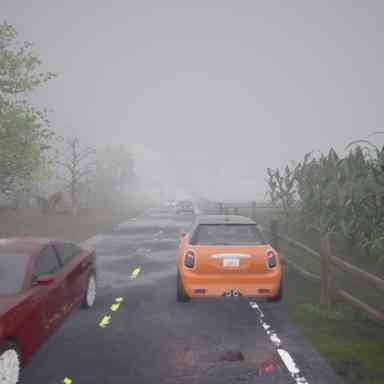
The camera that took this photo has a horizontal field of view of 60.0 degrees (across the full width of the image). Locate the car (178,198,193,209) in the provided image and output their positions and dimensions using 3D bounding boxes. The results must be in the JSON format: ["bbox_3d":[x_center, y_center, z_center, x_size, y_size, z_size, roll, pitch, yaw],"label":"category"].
[{"bbox_3d":[-0.890,1.546,44.911,1.994,1.385,4.181,0,0,-1],"label":"car"}]

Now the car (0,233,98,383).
[{"bbox_3d":[-2.857,1.479,4.981,1.882,1.535,5.008,0,0,-1],"label":"car"}]

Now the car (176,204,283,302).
[{"bbox_3d":[0.722,1.353,8.412,2.097,1.767,4.553,0,0,-1],"label":"car"}]

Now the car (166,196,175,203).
[{"bbox_3d":[-4.185,1.487,67.494,2.033,1.411,5.357,0,0,-1],"label":"car"}]

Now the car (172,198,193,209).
[{"bbox_3d":[-0.667,1.540,34.400,2.033,1.411,5.357,0,0,-1],"label":"car"}]
